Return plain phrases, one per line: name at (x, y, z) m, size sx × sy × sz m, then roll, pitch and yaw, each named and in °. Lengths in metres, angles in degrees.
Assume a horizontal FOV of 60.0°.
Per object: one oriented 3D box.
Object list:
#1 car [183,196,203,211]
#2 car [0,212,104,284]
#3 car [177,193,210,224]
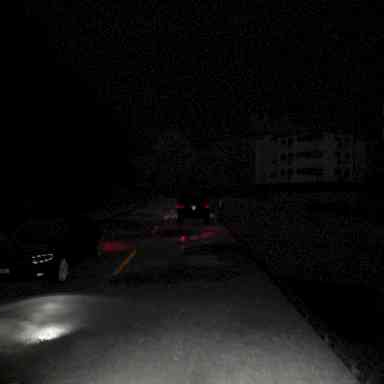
car at (0.113, 1.268, 37.902) m, size 2.033 × 1.411 × 5.357 m, roll 0°, pitch 0°, yaw 0°
car at (-4.002, 1.407, 9.589) m, size 1.882 × 1.535 × 5.008 m, roll 0°, pitch 0°, yaw 0°
car at (0.107, 1.050, 23.465) m, size 2.150 × 2.045 × 5.566 m, roll 0°, pitch 1°, yaw 0°
